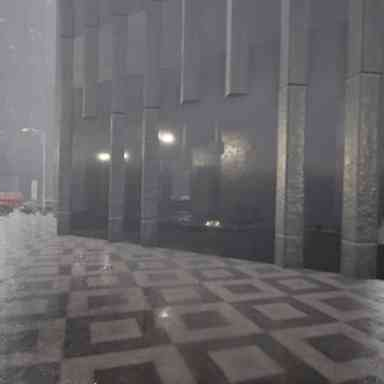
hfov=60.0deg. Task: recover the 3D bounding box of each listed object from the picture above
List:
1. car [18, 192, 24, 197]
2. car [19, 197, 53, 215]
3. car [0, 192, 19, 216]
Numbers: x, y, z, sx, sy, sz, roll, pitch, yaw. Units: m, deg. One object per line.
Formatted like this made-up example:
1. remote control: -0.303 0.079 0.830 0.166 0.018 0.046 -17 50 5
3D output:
1. car: -20.912 0.940 36.445 2.192 1.841 5.009 2 1 36
2. car: -13.986 1.420 31.488 1.947 1.339 4.313 2 1 36
3. car: -17.260 1.142 26.892 2.192 1.841 5.009 2 1 36
